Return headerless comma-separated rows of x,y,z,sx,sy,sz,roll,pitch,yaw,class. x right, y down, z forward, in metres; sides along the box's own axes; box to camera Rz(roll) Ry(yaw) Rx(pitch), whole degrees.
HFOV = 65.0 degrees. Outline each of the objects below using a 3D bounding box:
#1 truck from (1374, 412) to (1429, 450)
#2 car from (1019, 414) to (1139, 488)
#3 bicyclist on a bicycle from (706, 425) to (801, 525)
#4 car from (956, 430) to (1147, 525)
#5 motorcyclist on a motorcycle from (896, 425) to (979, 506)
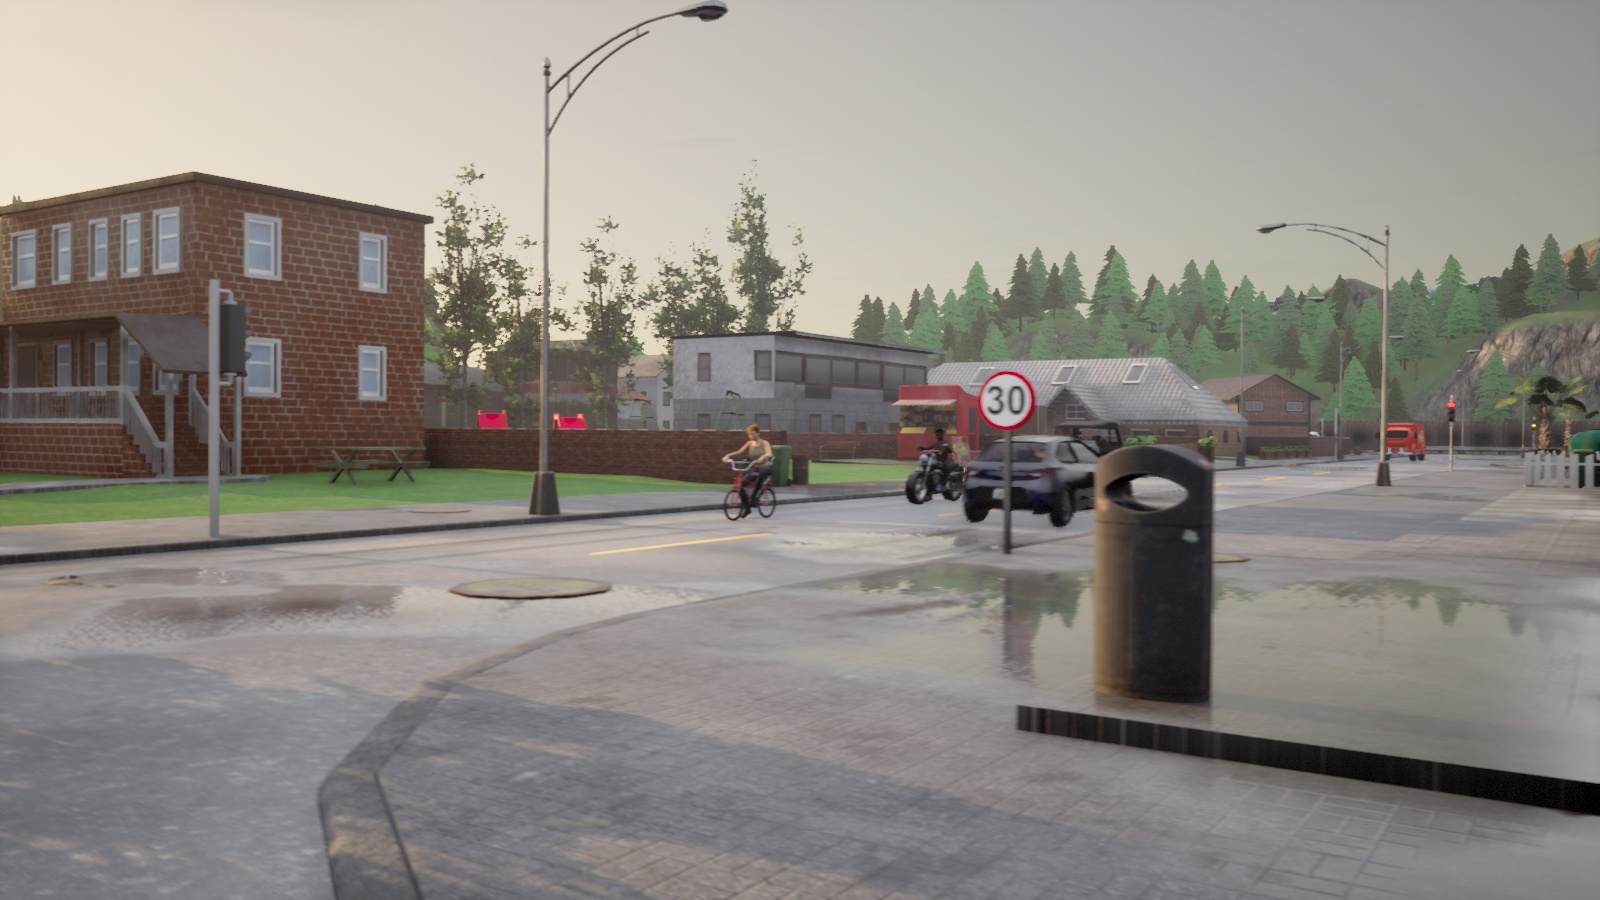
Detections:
40.330,-1.258,84.096,2.627,2.467,5.204,0,1,33,truck
7.602,-0.002,33.974,1.905,1.878,3.866,0,1,33,car
-0.763,0.388,21.145,0.866,1.612,1.509,0,1,33,bicyclist on a bicycle
4.482,0.408,21.879,1.816,1.474,4.193,0,1,33,car
2.963,0.291,26.868,0.766,1.649,2.350,0,1,33,motorcyclist on a motorcycle
